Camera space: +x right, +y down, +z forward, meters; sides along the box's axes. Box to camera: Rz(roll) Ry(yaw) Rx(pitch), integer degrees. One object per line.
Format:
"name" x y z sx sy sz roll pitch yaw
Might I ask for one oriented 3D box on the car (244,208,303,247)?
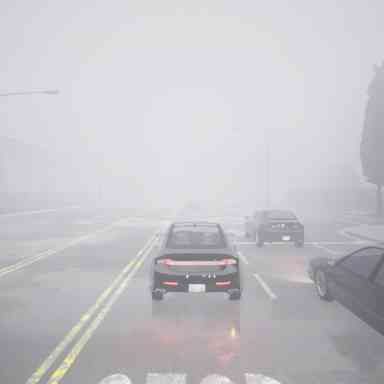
"car" 3.565 1.504 15.035 1.837 1.490 4.892 0 0 0

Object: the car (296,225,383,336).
"car" 3.588 1.547 5.288 2.033 1.411 5.357 0 0 0

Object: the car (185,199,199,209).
"car" 0.001 1.600 44.144 1.895 1.301 4.718 0 0 0

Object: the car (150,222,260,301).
"car" 0.081 1.491 8.334 2.128 1.511 4.902 0 0 0
